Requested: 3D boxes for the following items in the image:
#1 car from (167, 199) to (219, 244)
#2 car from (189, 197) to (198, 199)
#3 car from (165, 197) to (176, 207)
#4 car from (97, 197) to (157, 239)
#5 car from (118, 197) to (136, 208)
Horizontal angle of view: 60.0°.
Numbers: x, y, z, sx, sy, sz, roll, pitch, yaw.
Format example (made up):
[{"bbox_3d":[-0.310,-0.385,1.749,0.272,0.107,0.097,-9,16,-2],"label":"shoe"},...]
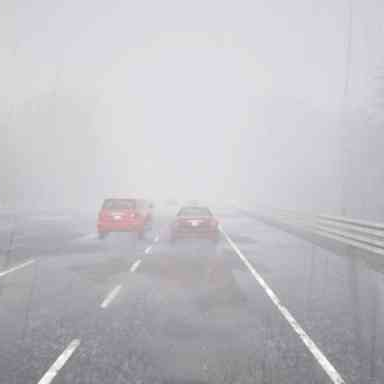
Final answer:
[{"bbox_3d":[0.127,1.389,16.268,2.097,1.767,4.553,0,0,0],"label":"car"},{"bbox_3d":[0.260,1.636,53.983,1.837,1.490,4.892,0,0,0],"label":"car"},{"bbox_3d":[-3.240,1.635,53.900,1.837,1.490,4.892,0,0,0],"label":"car"},{"bbox_3d":[-3.371,1.260,17.732,2.150,2.045,5.566,0,0,0],"label":"car"},{"bbox_3d":[-10.243,1.601,52.795,1.882,1.535,5.008,0,0,0],"label":"car"}]
